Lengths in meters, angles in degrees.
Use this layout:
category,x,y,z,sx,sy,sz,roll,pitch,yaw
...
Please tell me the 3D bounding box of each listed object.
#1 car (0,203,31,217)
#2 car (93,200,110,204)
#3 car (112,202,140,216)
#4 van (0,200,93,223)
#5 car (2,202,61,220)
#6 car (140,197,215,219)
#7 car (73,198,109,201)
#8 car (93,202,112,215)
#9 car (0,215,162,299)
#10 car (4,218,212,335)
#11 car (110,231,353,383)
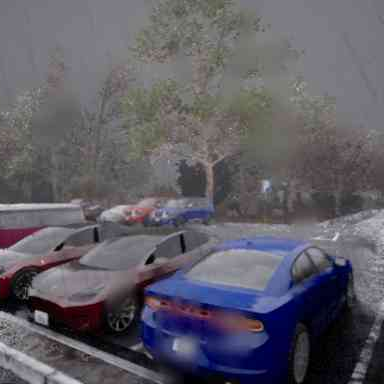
category,x,y,z,sx,sy,sz,roll,pitch,yaw
car,-20.866,2.032,37.370,2.002,1.452,4.674,-1,-1,35
car,-7.247,1.744,27.690,2.097,1.535,5.008,-1,-1,35
car,-2.725,1.420,24.447,2.435,2.045,5.566,-1,0,35
van,-5.597,1.374,10.337,1.878,1.987,4.442,-1,0,35
car,-16.328,1.907,34.140,2.097,1.535,5.008,-1,-1,35
car,-0.554,1.387,22.907,2.435,2.045,5.566,-1,0,35
car,-9.535,1.531,29.287,2.435,2.045,5.566,-1,-1,35
car,-5.076,1.748,26.151,2.002,1.452,4.674,-1,-1,35
car,-3.259,1.595,8.783,2.163,1.488,4.792,-1,0,35
car,-0.974,1.562,7.159,2.163,1.488,4.792,-1,0,35
car,1.325,1.498,5.556,2.097,1.535,5.008,-1,0,35
